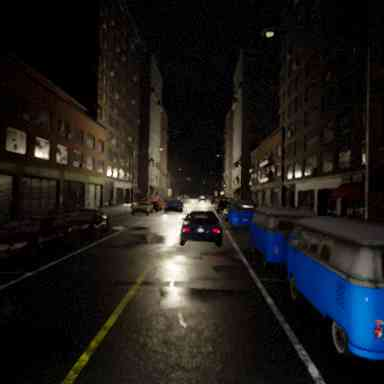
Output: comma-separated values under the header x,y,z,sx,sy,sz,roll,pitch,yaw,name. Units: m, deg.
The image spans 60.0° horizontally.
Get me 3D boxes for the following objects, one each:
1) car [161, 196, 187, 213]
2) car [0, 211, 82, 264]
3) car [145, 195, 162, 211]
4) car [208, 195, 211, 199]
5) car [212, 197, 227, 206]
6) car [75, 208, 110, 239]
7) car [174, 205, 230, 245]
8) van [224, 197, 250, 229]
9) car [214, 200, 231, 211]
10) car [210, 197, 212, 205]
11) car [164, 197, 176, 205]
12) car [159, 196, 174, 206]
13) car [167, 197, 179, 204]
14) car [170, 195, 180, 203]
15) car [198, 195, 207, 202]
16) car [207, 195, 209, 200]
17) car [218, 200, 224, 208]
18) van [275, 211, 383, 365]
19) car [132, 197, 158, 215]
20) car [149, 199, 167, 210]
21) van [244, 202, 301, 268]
x,y,z,sx,sy,sz,roll,pitch,yaw,name
-1.908,1.577,36.871,1.882,1.535,5.008,1,0,2,car
-5.558,1.498,11.496,1.802,1.307,4.206,2,0,2,car
-4.688,1.321,38.948,2.192,1.841,5.009,2,0,2,car
4.689,1.832,66.138,1.887,1.381,4.507,2,0,2,car
3.836,1.493,38.696,2.192,1.841,5.009,2,0,2,car
-5.386,1.515,16.985,1.802,1.307,4.206,2,0,2,car
0.429,1.595,15.756,2.033,1.411,5.357,1,0,2,car
3.320,1.464,22.229,1.690,1.788,3.998,2,0,2,van
4.001,1.764,44.183,1.947,1.339,4.313,2,0,2,car
4.173,1.770,49.672,2.008,1.369,4.403,2,0,2,car
-4.010,1.617,60.738,1.752,1.417,4.829,2,0,2,car
-4.174,1.510,55.417,1.967,1.590,4.097,2,0,2,car
-3.832,1.667,66.398,2.008,1.369,4.403,2,0,2,car
-3.657,1.581,71.888,1.967,1.590,4.097,2,0,2,car
2.473,1.696,80.700,2.033,1.411,5.357,1,0,2,car
4.861,1.857,71.627,1.887,1.381,4.507,2,0,2,car
3.486,1.691,27.718,2.008,1.369,4.403,2,0,2,car
2.804,1.412,5.762,1.690,1.788,3.998,2,0,2,van
-4.871,1.512,33.287,1.752,1.417,4.829,2,0,2,car
-4.523,1.608,44.437,1.802,1.307,4.206,2,0,2,car
2.976,1.429,11.251,1.690,1.788,3.998,2,0,2,van
